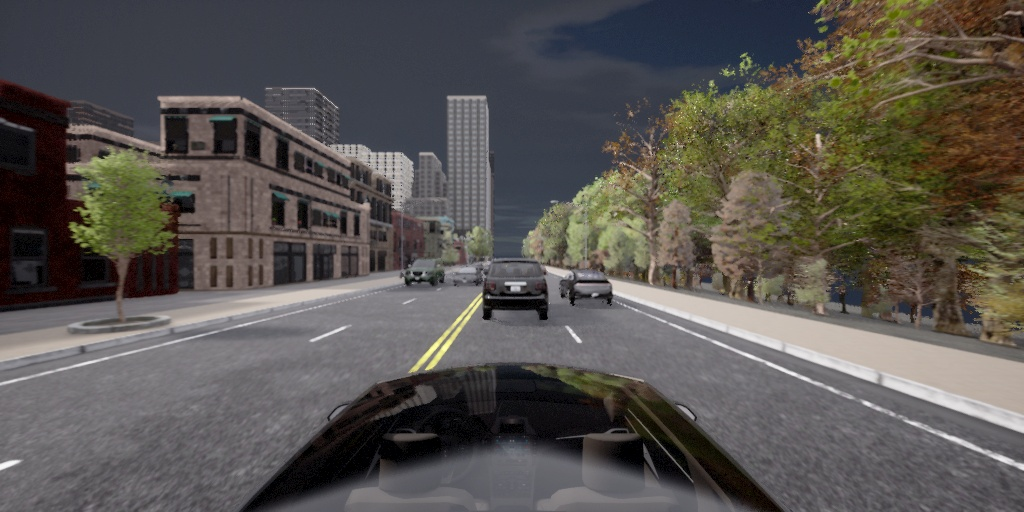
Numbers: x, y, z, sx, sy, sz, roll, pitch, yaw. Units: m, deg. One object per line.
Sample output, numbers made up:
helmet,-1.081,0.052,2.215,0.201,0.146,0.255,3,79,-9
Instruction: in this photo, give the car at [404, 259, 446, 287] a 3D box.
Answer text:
car,-6.599,1.236,27.774,2.150,2.045,5.566,0,-1,0

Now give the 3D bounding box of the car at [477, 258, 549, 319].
car,0.103,1.094,13.498,2.150,2.045,5.566,0,0,0

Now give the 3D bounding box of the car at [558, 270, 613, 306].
car,3.349,1.397,16.924,2.128,1.511,4.902,0,0,0

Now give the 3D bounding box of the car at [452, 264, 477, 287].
car,-3.347,1.538,27.624,1.812,1.442,4.674,0,-1,0
